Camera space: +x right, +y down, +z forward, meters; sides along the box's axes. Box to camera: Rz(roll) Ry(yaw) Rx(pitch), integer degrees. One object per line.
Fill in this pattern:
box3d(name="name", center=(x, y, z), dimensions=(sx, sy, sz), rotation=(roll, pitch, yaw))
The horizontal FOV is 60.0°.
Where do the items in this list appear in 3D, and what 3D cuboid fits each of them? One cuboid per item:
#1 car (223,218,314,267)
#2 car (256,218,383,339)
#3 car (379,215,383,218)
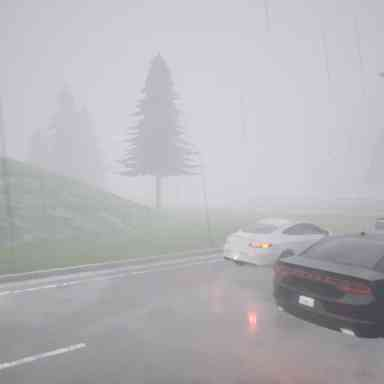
box3d(name="car", center=(3.036, 1.524, 10.230), dimensions=(4.674, 1.442, 1.812), rotation=(1, 0, -36))
box3d(name="car", center=(3.715, 1.476, 6.411), dimensions=(5.008, 1.535, 1.882), rotation=(0, 0, -36))
box3d(name="car", center=(10.444, 1.487, 15.539), dimensions=(4.902, 1.511, 2.128), rotation=(0, 0, -35))
